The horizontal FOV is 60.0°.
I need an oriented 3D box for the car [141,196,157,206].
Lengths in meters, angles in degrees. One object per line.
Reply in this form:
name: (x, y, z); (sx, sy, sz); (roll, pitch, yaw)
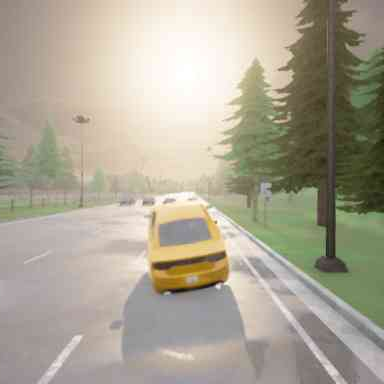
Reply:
car: (-6.988, 1.434, 54.375); (2.033, 1.411, 5.357); (0, 0, 0)

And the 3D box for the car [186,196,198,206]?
car: (0.012, 1.450, 54.373); (1.994, 1.385, 4.181); (0, 0, 0)

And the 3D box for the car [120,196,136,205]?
car: (-10.488, 1.434, 54.376); (2.033, 1.411, 5.357); (0, 0, 0)

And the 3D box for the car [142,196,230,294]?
car: (-0.294, 1.064, 9.384); (1.882, 1.535, 5.008); (-8, 16, -5)

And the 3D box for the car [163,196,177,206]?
car: (-3.488, 1.450, 54.374); (1.994, 1.385, 4.181); (0, 0, 0)

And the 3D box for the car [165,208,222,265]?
car: (0.043, 1.533, 12.929); (1.812, 1.442, 4.674); (0, 2, 0)
